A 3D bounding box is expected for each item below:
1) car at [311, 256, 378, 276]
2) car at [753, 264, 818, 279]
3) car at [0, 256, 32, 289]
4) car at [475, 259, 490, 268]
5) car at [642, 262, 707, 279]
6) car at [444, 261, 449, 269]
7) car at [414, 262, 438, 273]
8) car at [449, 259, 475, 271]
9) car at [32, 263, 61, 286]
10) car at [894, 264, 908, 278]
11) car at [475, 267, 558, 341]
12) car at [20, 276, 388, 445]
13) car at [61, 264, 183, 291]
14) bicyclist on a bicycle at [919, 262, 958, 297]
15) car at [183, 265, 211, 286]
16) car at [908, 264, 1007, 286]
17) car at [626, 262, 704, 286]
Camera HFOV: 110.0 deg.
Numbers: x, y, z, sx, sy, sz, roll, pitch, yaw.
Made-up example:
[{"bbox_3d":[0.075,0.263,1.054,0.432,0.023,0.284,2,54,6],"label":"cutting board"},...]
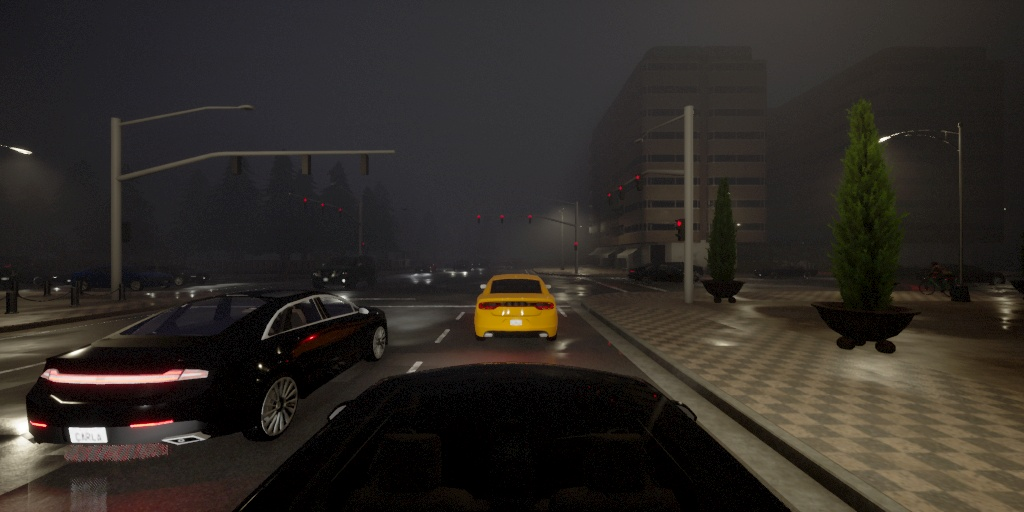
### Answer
[{"bbox_3d":[-10.550,0.987,23.078,2.150,2.045,5.566,0,0,0],"label":"car"},{"bbox_3d":[24.715,1.406,32.539,4.718,1.301,1.895,0,0,0],"label":"car"},{"bbox_3d":[-33.373,1.027,21.671,5.566,2.045,2.150,0,0,0],"label":"car"},{"bbox_3d":[-5.120,1.255,59.339,1.837,1.490,4.892,0,0,17],"label":"car"},{"bbox_3d":[14.639,1.283,32.510,5.008,1.535,1.882,0,0,0],"label":"car"},{"bbox_3d":[-9.161,1.227,57.457,1.882,1.535,5.008,0,0,14],"label":"car"},{"bbox_3d":[-10.379,1.350,43.627,1.895,1.301,4.718,0,0,1],"label":"car"},{"bbox_3d":[-6.668,1.228,48.411,1.882,1.535,5.008,0,0,3],"label":"car"},{"bbox_3d":[-33.765,1.353,25.168,5.357,1.411,2.033,0,0,0],"label":"car"},{"bbox_3d":[34.915,1.406,32.560,4.718,1.301,1.895,0,0,0],"label":"car"},{"bbox_3d":[0.104,1.228,9.922,1.882,1.535,5.008,0,0,0],"label":"car"},{"bbox_3d":[-3.424,1.242,5.339,2.128,1.511,4.902,0,0,0],"label":"car"},{"bbox_3d":[-23.438,1.283,21.699,5.008,1.535,1.882,0,0,0],"label":"car"},{"bbox_3d":[20.283,1.106,17.043,0.582,1.620,1.656,0,0,0],"label":"bicyclist on a bicycle"},{"bbox_3d":[-24.023,1.310,25.209,4.892,1.490,1.837,0,0,1],"label":"car"},{"bbox_3d":[31.667,1.309,25.362,4.892,1.490,1.837,0,0,0],"label":"car"},{"bbox_3d":[10.685,1.298,25.428,4.902,1.511,2.128,0,0,2],"label":"car"}]
